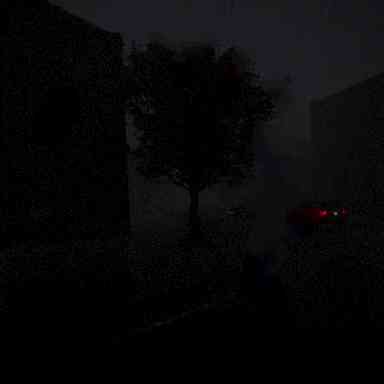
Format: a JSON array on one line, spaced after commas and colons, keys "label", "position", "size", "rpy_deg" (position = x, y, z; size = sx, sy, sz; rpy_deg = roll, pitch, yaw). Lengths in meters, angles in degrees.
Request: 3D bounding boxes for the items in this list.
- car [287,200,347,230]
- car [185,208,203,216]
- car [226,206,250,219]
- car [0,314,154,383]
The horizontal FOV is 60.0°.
[{"label": "car", "position": [9.372, 1.682, 25.456], "size": [2.150, 2.045, 5.566], "rpy_deg": [-2, -2, -10]}, {"label": "car", "position": [0.228, 3.019, 50.705], "size": [1.994, 1.385, 4.181], "rpy_deg": [-2, 0, -12]}, {"label": "car", "position": [5.787, 2.553, 42.452], "size": [2.128, 1.511, 4.902], "rpy_deg": [-2, -2, -12]}, {"label": "car", "position": [-2.674, 1.631, 1.926], "size": [4.718, 1.301, 1.895], "rpy_deg": [1, -1, -36]}]
